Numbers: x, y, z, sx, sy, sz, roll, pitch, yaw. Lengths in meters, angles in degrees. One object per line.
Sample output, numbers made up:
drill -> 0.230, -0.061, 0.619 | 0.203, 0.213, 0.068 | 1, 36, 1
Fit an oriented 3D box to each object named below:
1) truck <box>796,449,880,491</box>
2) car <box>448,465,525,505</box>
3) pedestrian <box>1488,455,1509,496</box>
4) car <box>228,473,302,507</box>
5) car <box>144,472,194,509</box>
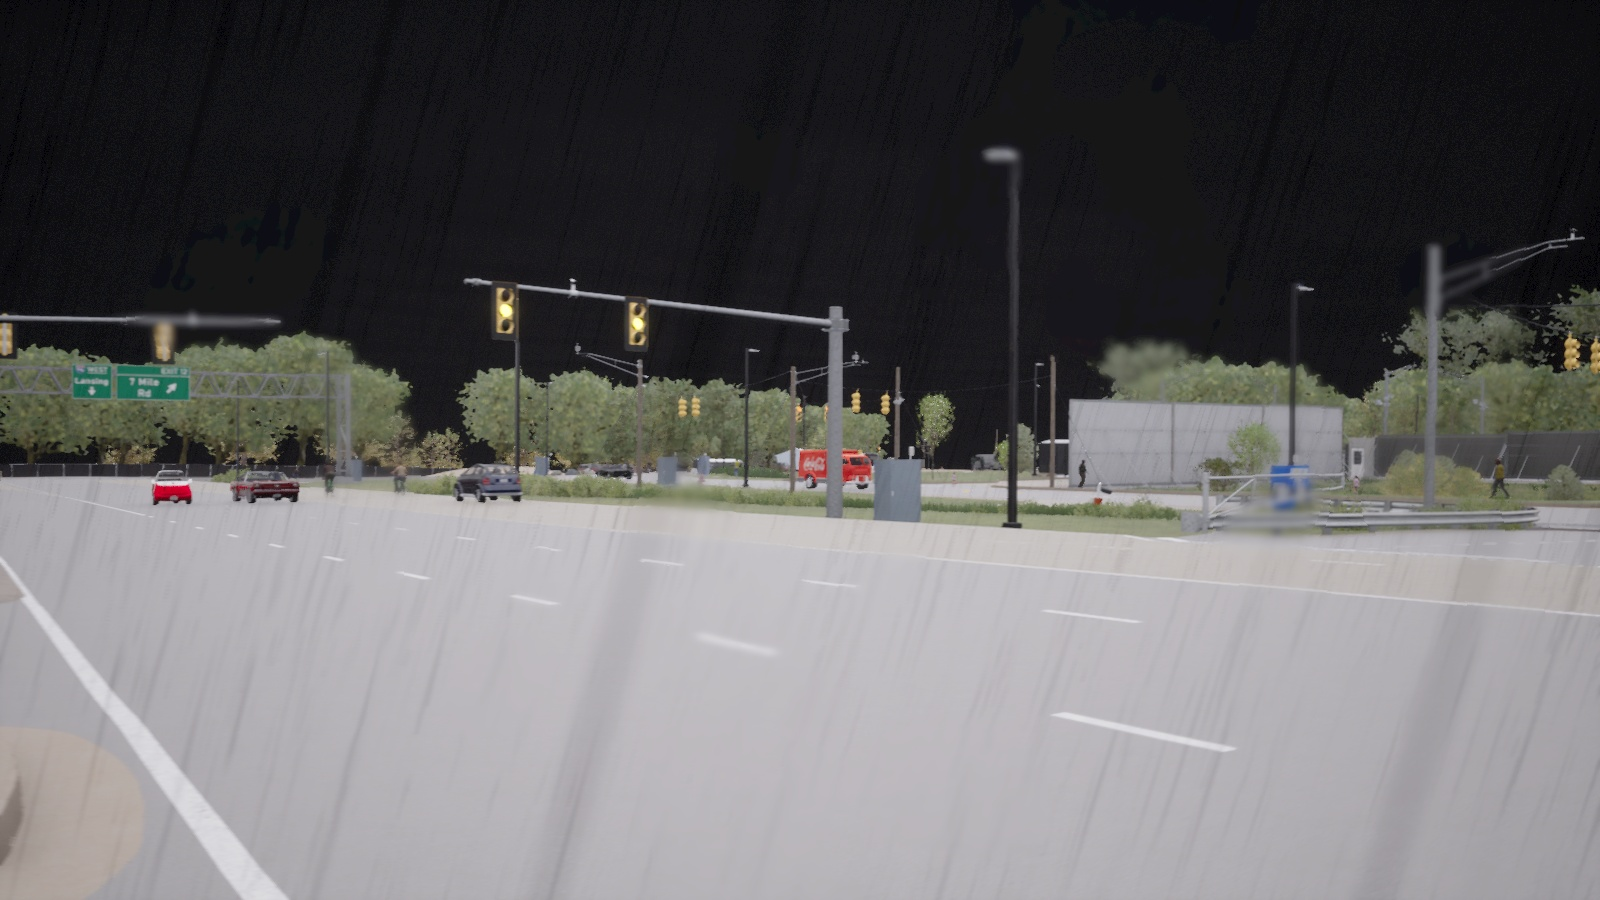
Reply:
truck -> 2.278, 1.210, 77.693 | 2.627, 2.467, 5.204 | 0, 0, -34
car -> -12.564, 1.375, 50.273 | 1.789, 1.549, 3.705 | 0, 0, -35
pedestrian -> 31.574, 1.154, 56.793 | 0.370, 1.835, 0.726 | 0, 1, -35
car -> -22.070, 1.619, 51.731 | 1.895, 1.301, 4.718 | 0, -1, -35
car -> -25.127, 1.596, 49.999 | 1.481, 1.376, 2.207 | 0, -1, -35
